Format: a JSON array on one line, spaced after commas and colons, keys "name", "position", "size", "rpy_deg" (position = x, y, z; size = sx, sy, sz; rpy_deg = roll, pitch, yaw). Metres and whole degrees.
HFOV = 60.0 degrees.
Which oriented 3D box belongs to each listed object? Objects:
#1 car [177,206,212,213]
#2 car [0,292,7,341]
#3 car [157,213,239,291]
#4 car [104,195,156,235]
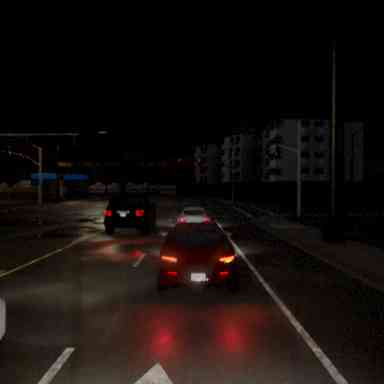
[{"name": "car", "position": [0.125, 1.501, 18.210], "size": [1.812, 1.442, 4.674], "rpy_deg": [0, 0, 1]}, {"name": "car", "position": [-3.395, 1.223, 1.778], "size": [2.150, 2.045, 5.566], "rpy_deg": [0, 0, 0]}, {"name": "car", "position": [0.126, 1.527, 8.919], "size": [1.812, 1.442, 4.674], "rpy_deg": [0, 0, 0]}, {"name": "car", "position": [-3.342, 1.190, 18.841], "size": [2.150, 2.045, 5.566], "rpy_deg": [0, 0, 0]}]
